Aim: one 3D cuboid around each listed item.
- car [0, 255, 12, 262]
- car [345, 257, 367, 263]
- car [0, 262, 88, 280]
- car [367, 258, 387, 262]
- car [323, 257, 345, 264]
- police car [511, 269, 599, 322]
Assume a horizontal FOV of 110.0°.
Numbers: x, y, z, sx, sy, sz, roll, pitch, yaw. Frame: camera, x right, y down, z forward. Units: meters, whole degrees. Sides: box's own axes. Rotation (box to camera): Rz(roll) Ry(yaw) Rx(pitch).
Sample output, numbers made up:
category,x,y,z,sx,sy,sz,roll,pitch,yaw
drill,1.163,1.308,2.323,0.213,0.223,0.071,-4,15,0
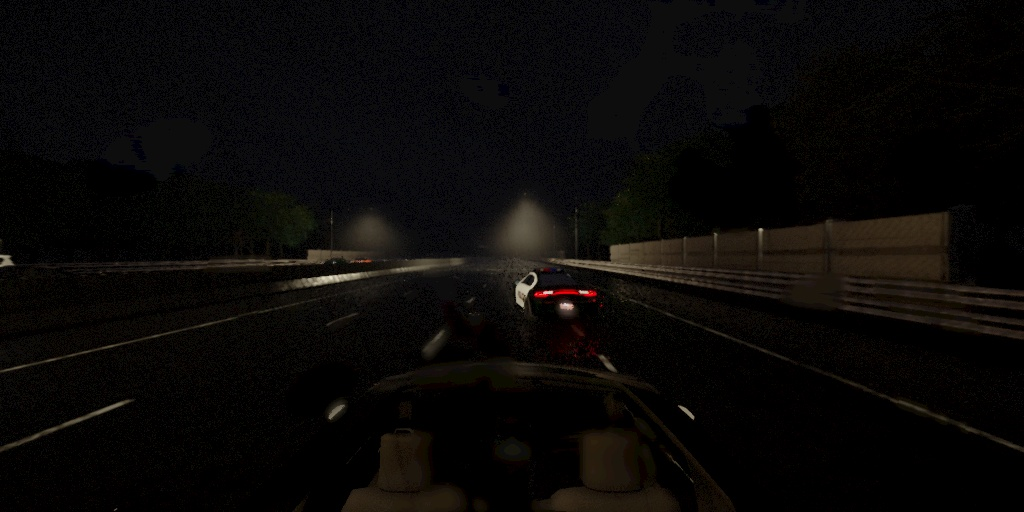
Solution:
category,x,y,z,sx,sy,sz,roll,pitch,yaw
car,-24.571,0.921,14.789,2.150,2.045,5.566,0,0,0
car,-24.520,1.005,58.181,2.097,1.767,4.553,0,0,1
car,-21.084,1.174,14.925,1.882,1.535,5.008,0,0,0
car,-21.018,1.201,58.007,2.033,1.411,5.357,0,0,1
car,-28.027,1.004,56.977,2.097,1.767,4.553,0,0,1
police car,1.180,1.227,12.275,2.038,1.542,4.974,0,0,-8
